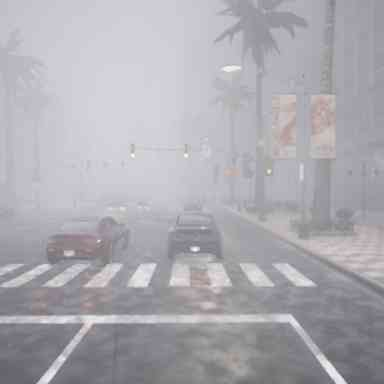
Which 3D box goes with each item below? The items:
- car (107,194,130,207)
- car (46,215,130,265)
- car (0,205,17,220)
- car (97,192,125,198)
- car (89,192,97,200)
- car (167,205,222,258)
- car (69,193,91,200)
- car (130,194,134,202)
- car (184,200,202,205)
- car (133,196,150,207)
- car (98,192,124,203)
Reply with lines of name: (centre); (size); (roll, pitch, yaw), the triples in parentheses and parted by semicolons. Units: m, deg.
car: (-10.857, 1.460, 49.271); (1.837, 1.490, 4.892); (0, 1, -3)
car: (-3.404, 1.515, 11.525); (1.812, 1.442, 4.674); (0, 0, 0)
car: (-16.450, 1.525, 25.919); (5.357, 1.411, 2.033); (0, 0, 12)
car: (-19.189, 1.157, 78.394); (5.566, 2.045, 2.150); (0, 0, 35)
car: (-25.817, 0.994, 86.293); (5.566, 2.045, 2.150); (0, 0, 22)
car: (0.096, 1.495, 12.726); (1.837, 1.490, 4.892); (0, 1, 0)
car: (-28.469, 1.464, 83.635); (4.718, 1.301, 1.895); (0, 0, 22)
car: (-12.929, 1.538, 67.214); (1.895, 1.301, 4.718); (0, 0, -32)
car: (0.096, 1.569, 36.238); (1.895, 1.301, 4.718); (0, 0, 0)
car: (-7.419, 1.503, 50.953); (2.033, 1.411, 5.357); (0, 0, -4)
car: (-16.022, 1.159, 65.568); (2.150, 2.045, 5.566); (0, 1, -36)
